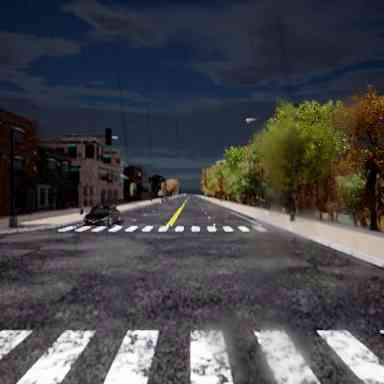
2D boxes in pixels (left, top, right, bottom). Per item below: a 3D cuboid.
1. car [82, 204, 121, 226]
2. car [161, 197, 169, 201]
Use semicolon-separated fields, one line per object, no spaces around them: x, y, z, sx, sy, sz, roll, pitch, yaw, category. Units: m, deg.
-6.504;1.697;24.379;1.837;1.490;4.892;0;1;0;car
-6.649;1.784;81.964;1.812;1.442;4.674;0;0;0;car
